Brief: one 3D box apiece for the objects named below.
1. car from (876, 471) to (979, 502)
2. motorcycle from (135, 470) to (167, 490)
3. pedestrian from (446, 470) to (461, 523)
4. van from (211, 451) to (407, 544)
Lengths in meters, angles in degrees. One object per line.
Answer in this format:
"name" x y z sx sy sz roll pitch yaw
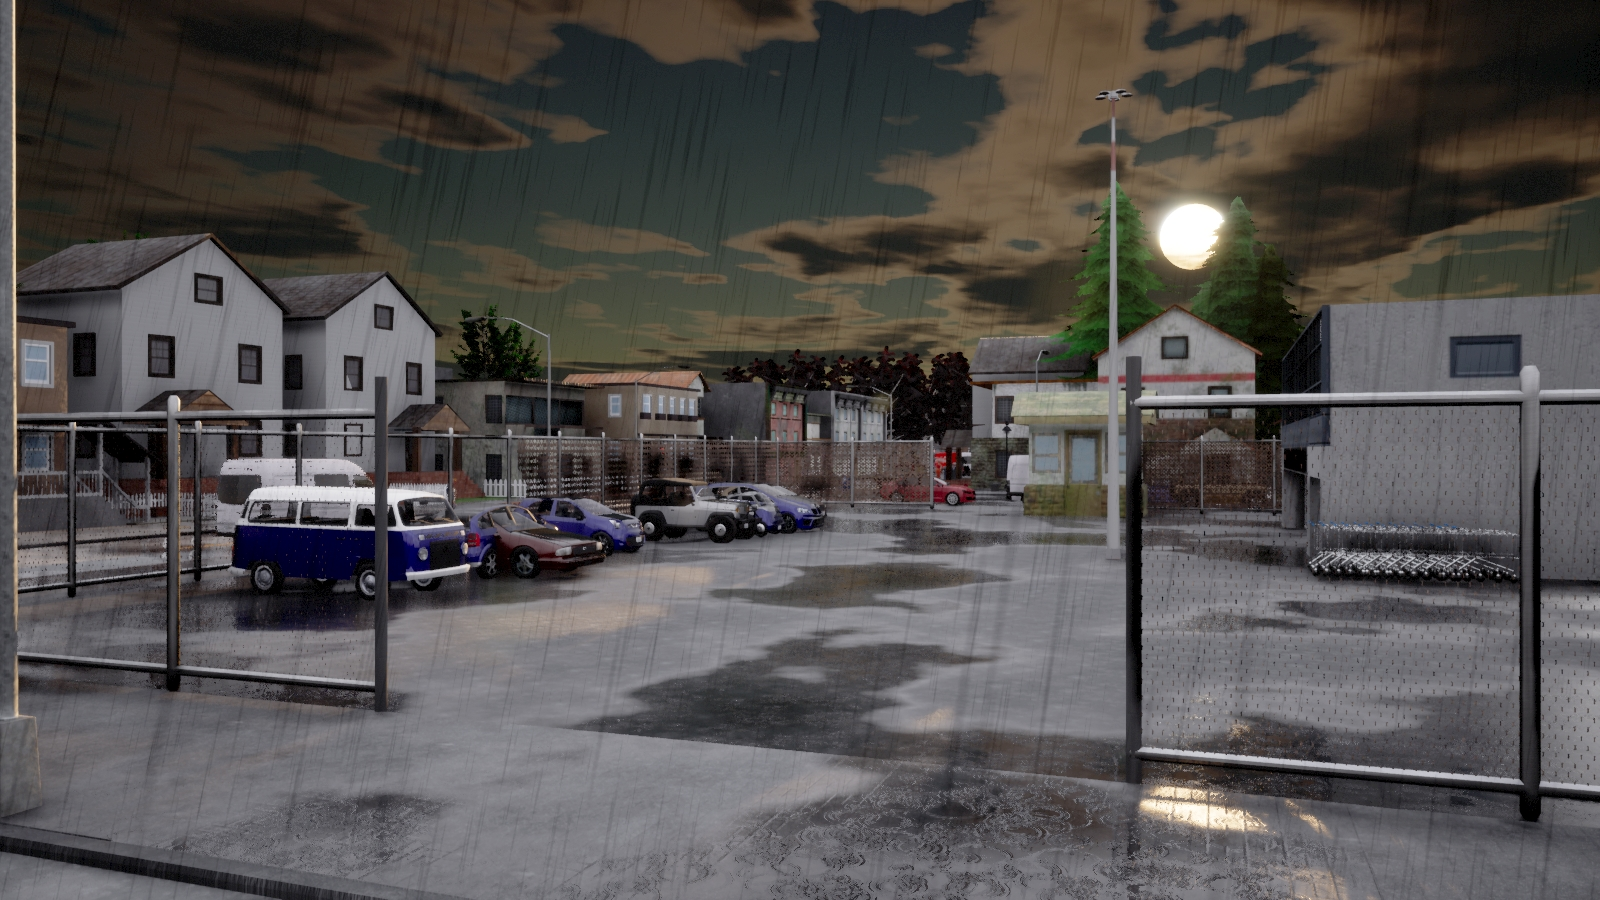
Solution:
"car" 6.523 1.843 58.394 4.892 1.480 2.231 0 0 19
"motorcycle" -42.603 1.973 75.027 1.805 1.236 0.856 0 1 -29
"pedestrian" -12.265 1.633 40.406 0.375 1.860 0.375 0 0 10
"van" -14.737 1.319 34.791 1.988 2.561 5.915 0 0 20
